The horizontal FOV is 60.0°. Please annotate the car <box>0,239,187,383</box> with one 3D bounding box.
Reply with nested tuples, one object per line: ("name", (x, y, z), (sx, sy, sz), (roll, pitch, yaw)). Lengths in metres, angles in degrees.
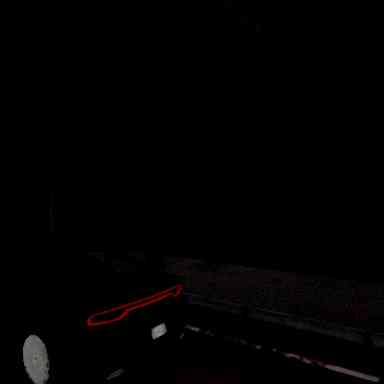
("car", (-2.412, 1.522, 5.395), (5.008, 1.535, 1.882), (-1, 0, 35))
